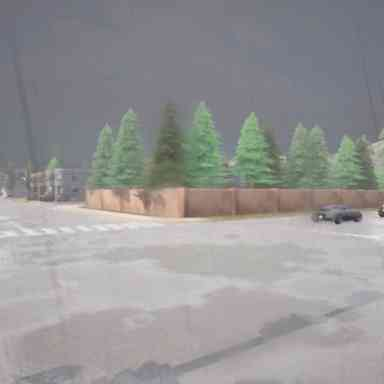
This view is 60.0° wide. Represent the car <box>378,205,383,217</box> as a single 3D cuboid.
[{"bbox_3d":[18.875,1.526,30.327,4.892,1.490,1.837,0,0,-35],"label":"car"}]

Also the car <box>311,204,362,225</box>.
[{"bbox_3d":[10.658,1.579,24.476,4.181,1.385,1.994,0,0,-35],"label":"car"}]
